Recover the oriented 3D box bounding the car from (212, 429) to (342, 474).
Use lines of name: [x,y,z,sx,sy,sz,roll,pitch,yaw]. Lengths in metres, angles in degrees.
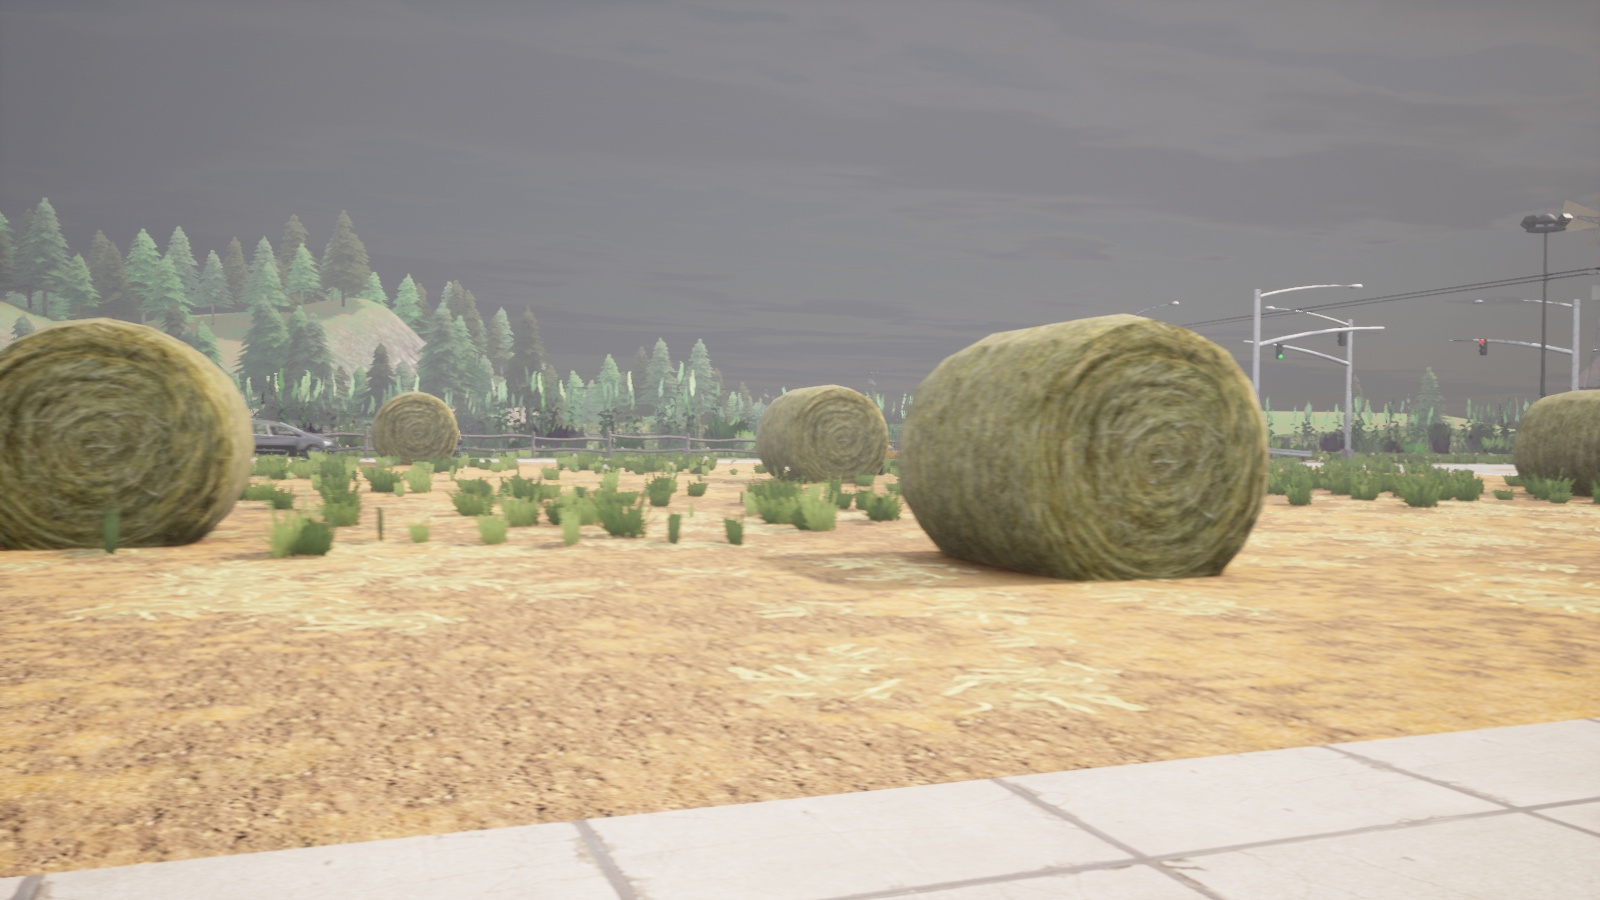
car: [-20.930,0.032,50.468,4.611,1.667,2.242,-1,1,-17]
